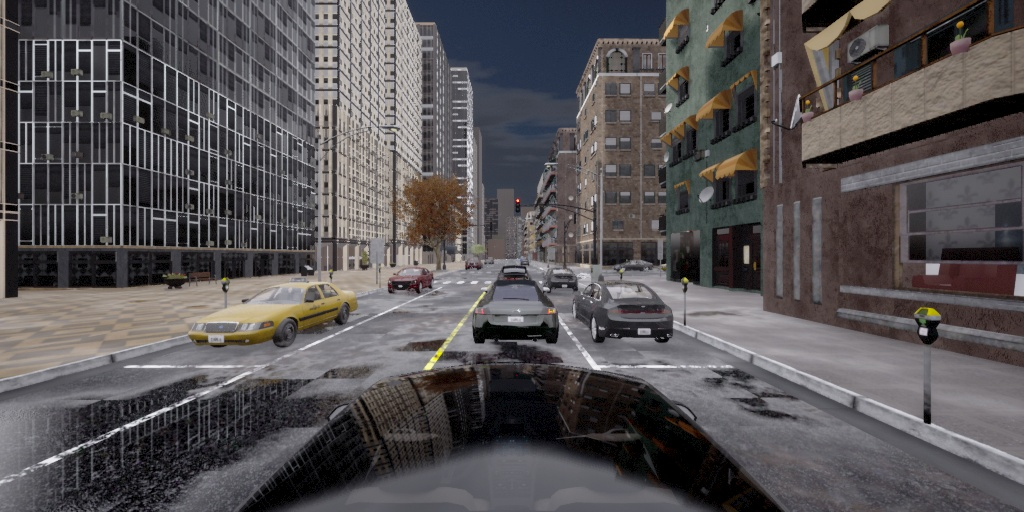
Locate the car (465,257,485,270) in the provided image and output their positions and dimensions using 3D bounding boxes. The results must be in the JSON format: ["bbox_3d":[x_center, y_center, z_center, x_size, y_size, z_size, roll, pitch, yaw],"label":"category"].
[{"bbox_3d":[-5.685,1.098,52.928,2.192,1.841,5.009,0,0,0],"label":"car"}]

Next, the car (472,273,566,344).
[{"bbox_3d":[0.088,1.315,9.621,1.994,1.385,4.181,0,0,0],"label":"car"}]

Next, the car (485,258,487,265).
[{"bbox_3d":[-5.684,1.356,58.451,1.948,1.339,4.313,0,0,0],"label":"car"}]

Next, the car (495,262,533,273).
[{"bbox_3d":[0.107,1.259,19.670,1.837,1.490,4.892,0,0,-1],"label":"car"}]

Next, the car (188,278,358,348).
[{"bbox_3d":[-5.690,1.276,9.305,1.751,1.417,4.829,0,0,0],"label":"car"}]

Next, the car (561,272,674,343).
[{"bbox_3d":[2.690,1.301,9.473,2.007,1.370,4.403,0,0,0],"label":"car"}]

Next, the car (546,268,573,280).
[{"bbox_3d":[2.691,1.305,20.539,2.007,1.370,4.403,0,0,0],"label":"car"}]

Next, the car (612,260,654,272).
[{"bbox_3d":[13.440,1.108,39.954,4.403,1.370,2.007,0,0,-1],"label":"car"}]

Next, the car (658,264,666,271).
[{"bbox_3d":[18.837,1.006,40.008,4.829,1.417,1.751,0,0,-1],"label":"car"}]

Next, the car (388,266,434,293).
[{"bbox_3d":[-5.689,1.299,20.540,1.888,1.381,4.507,0,0,0],"label":"car"}]
